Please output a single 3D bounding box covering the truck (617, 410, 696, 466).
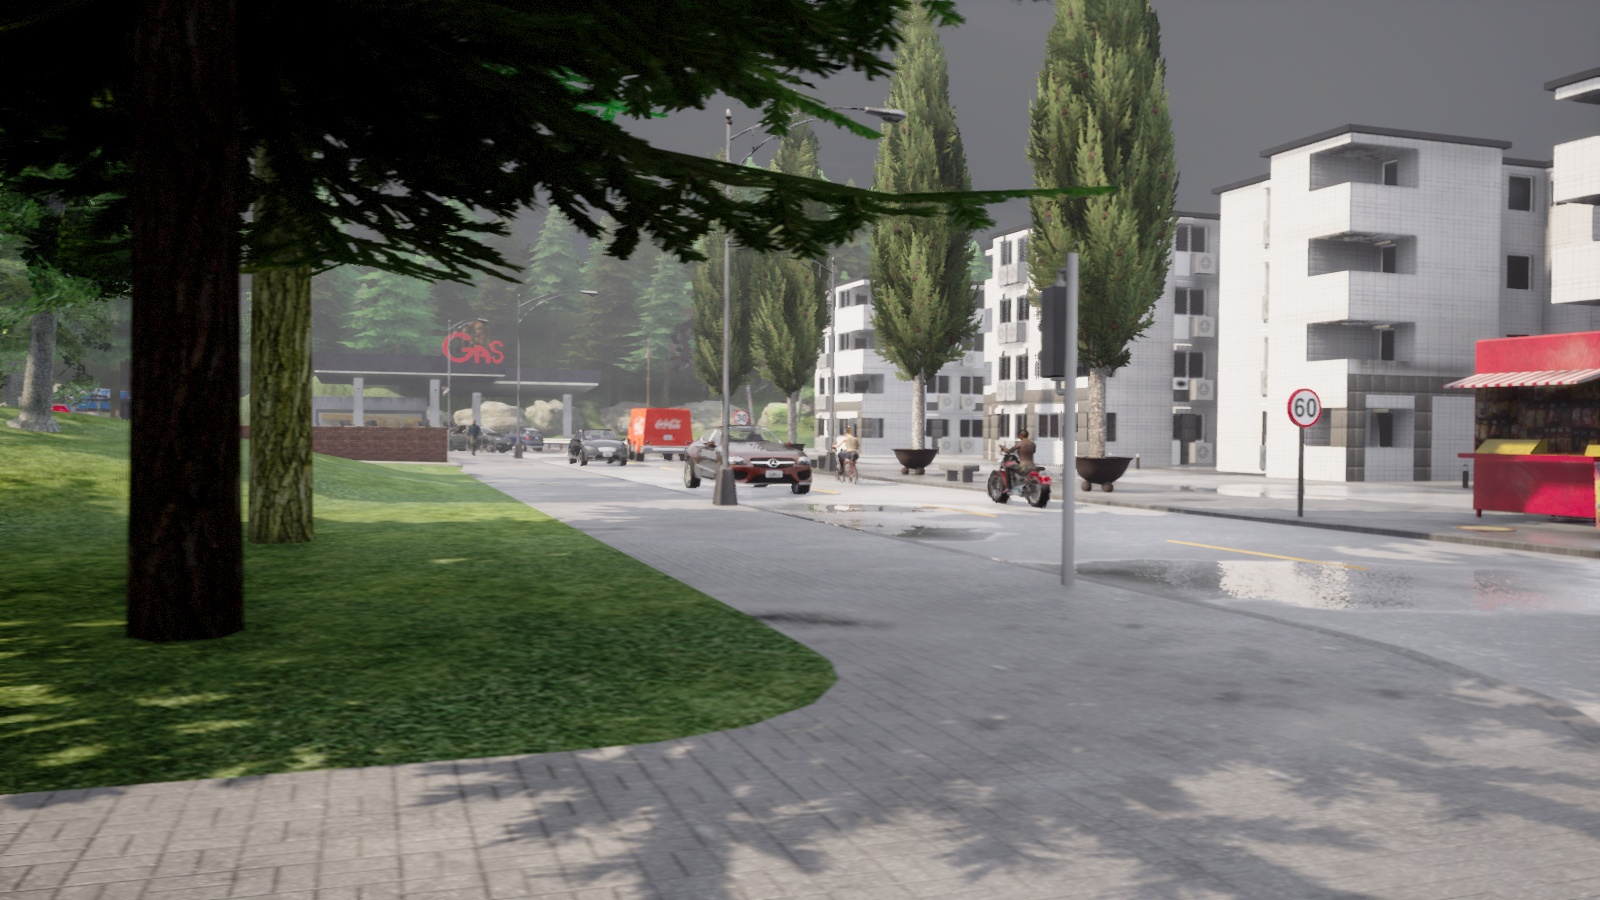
[{"bbox_3d":[-6.823,-0.577,59.273,2.627,2.467,5.204,-1,1,-19],"label":"truck"}]

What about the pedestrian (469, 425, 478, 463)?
[{"bbox_3d":[-15.737,-0.298,60.489,0.402,1.842,0.726,-1,1,-14],"label":"pedestrian"}]

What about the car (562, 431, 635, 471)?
[{"bbox_3d":[-8.270,0.014,51.188,2.128,1.511,4.902,-1,1,-19],"label":"car"}]

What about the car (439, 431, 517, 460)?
[{"bbox_3d":[-18.767,-0.281,73.226,3.988,1.617,1.851,0,1,15],"label":"car"}]

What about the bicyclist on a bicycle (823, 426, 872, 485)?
[{"bbox_3d":[1.341,0.139,35.545,0.866,1.612,1.509,-1,1,-19],"label":"bicyclist on a bicycle"}]

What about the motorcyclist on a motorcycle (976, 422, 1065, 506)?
[{"bbox_3d":[4.554,0.269,26.171,0.766,1.649,2.350,-1,1,-19],"label":"motorcyclist on a motorcycle"}]

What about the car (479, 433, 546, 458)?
[{"bbox_3d":[-17.664,-0.277,77.180,3.705,1.549,1.789,0,1,26],"label":"car"}]

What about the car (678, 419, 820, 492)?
[{"bbox_3d":[-1.375,0.085,31.082,2.152,1.651,5.027,-1,1,-19],"label":"car"}]
